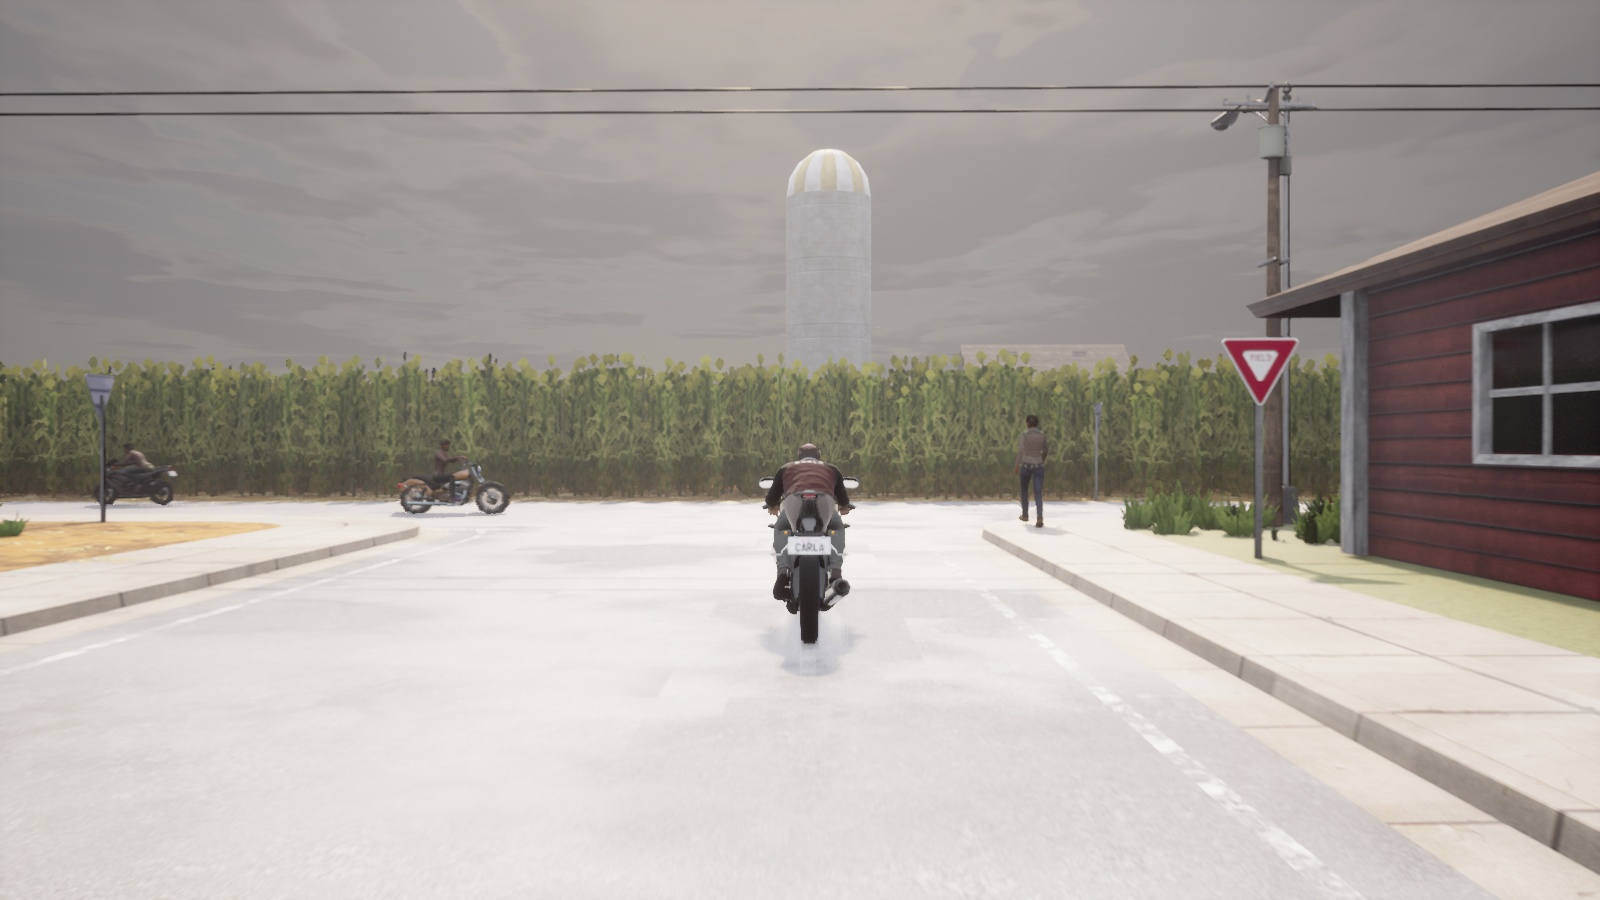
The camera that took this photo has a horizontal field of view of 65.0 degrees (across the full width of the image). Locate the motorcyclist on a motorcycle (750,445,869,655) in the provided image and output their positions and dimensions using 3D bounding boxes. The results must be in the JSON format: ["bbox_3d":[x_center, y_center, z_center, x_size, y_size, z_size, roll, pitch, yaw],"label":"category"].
[{"bbox_3d":[0.074,0.724,10.269,0.866,1.530,2.191,0,0,0],"label":"motorcyclist on a motorcycle"}]

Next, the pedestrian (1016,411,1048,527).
[{"bbox_3d":[3.691,0.299,20.006,0.328,1.805,0.869,0,0,-2],"label":"pedestrian"}]

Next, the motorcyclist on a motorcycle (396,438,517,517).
[{"bbox_3d":[-7.281,0.567,26.694,2.350,1.649,0.766,0,0,1],"label":"motorcyclist on a motorcycle"}]

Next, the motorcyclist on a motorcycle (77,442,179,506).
[{"bbox_3d":[-16.240,0.571,30.381,2.044,1.523,0.797,0,0,1],"label":"motorcyclist on a motorcycle"}]
